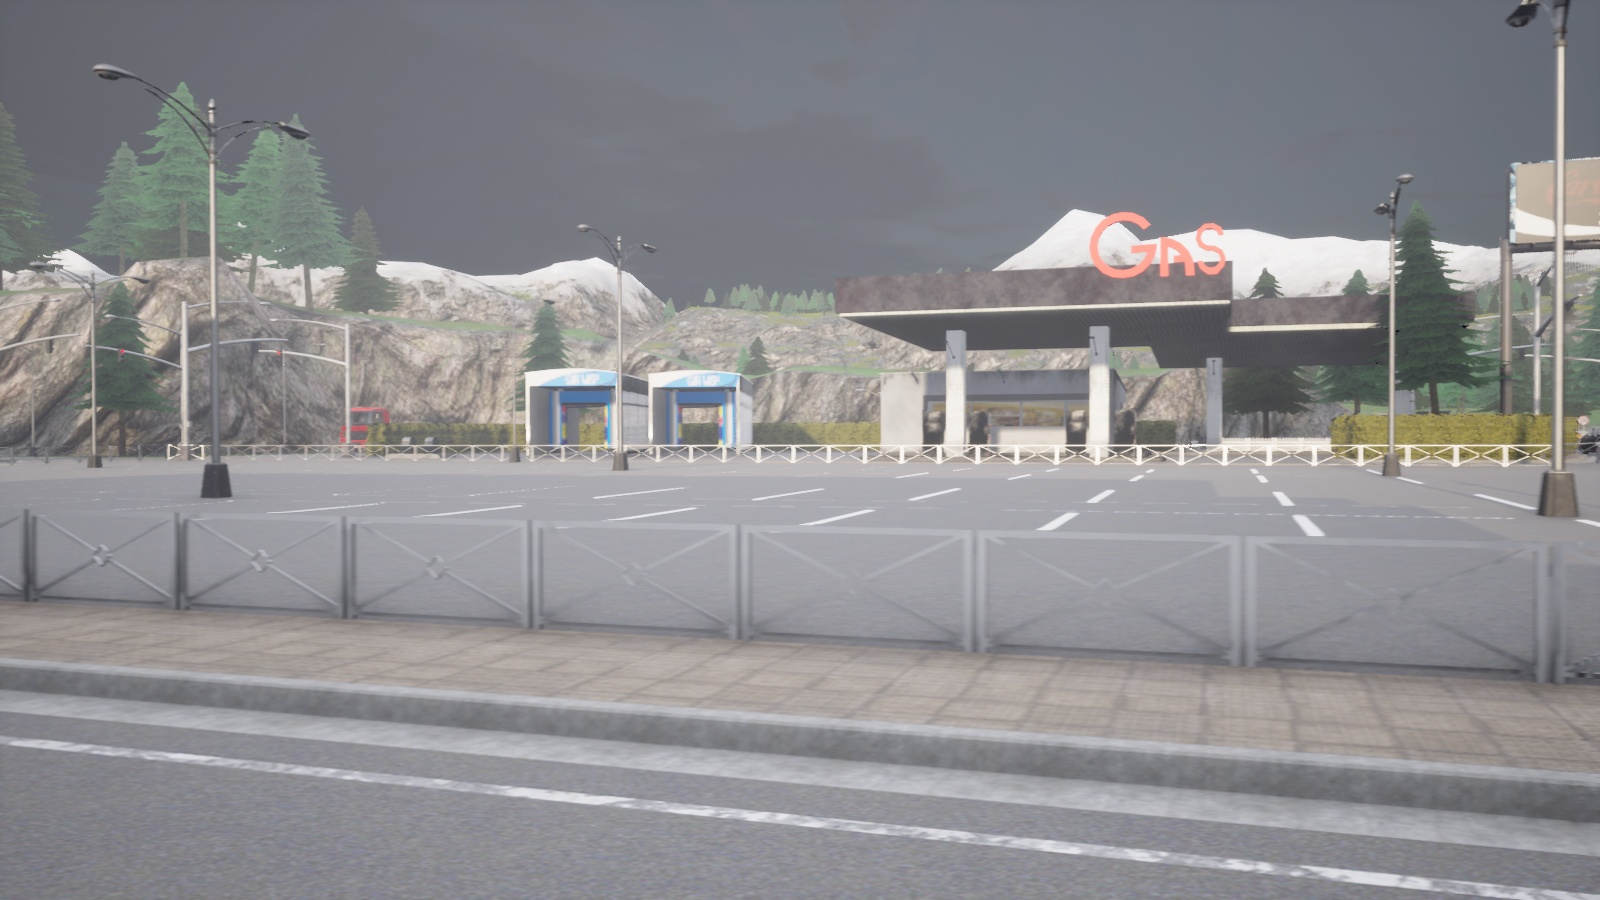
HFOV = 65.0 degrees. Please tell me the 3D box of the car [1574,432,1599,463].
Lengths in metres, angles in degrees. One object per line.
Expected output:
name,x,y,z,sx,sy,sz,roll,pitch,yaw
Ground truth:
car,40.825,-0.137,63.218,2.163,1.488,4.792,-1,0,19
